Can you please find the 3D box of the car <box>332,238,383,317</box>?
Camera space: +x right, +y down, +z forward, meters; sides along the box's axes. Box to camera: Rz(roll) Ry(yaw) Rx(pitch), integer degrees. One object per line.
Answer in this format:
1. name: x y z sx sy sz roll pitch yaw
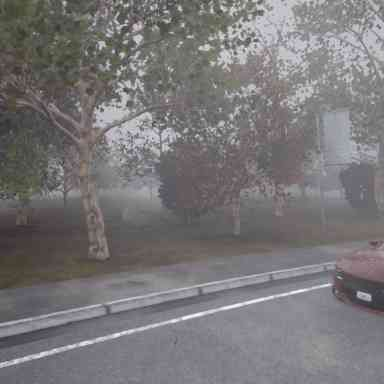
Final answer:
1. car: 4.978 1.429 6.736 5.008 1.535 1.882 0 1 -31
